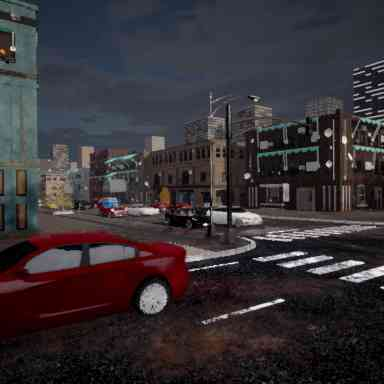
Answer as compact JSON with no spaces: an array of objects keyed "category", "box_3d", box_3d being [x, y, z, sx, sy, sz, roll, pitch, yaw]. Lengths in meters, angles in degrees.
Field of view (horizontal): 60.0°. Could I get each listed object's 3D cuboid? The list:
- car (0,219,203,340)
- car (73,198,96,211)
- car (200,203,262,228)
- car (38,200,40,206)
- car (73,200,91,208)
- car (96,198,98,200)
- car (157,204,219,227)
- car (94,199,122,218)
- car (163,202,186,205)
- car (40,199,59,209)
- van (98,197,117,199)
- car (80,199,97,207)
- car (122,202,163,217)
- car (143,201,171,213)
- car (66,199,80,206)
[{"category":"car","box_3d":[-2.391,1.477,5.878,5.008,1.535,1.882,0,0,-35]},{"category":"car","box_3d":[-17.299,2.068,52.330,1.882,1.535,5.008,-1,-1,-35]},{"category":"car","box_3d":[2.899,1.726,23.967,1.812,1.442,4.674,-1,0,-36]},{"category":"car","box_3d":[-30.900,2.375,66.721,2.008,1.369,4.403,-1,0,-36]},{"category":"car","box_3d":[-20.586,2.229,62.268,1.994,1.385,4.181,-1,0,-36]},{"category":"car","box_3d":[-17.650,1.939,62.593,2.192,1.841,5.009,-1,0,-36]},{"category":"car","box_3d":[-0.384,1.814,23.849,1.947,1.339,4.313,-2,0,-36]},{"category":"car","box_3d":[-8.361,1.846,35.206,1.967,1.590,4.097,-1,0,-36]},{"category":"car","box_3d":[-1.543,1.903,40.084,1.802,1.307,4.206,-2,0,-36]},{"category":"car","box_3d":[-24.361,2.232,57.578,1.752,1.417,4.829,-1,0,-36]},{"category":"van","box_3d":[-14.429,1.906,58.091,1.690,1.788,3.998,-1,0,-36]},{"category":"car","box_3d":[-20.864,2.227,67.095,1.887,1.381,4.507,-1,0,-36]},{"category":"car","box_3d":[-5.364,1.963,35.491,1.895,1.301,4.718,-1,0,-36]},{"category":"car","box_3d":[-4.762,1.966,44.585,1.802,1.307,4.206,-2,0,-36]},{"category":"car","box_3d":[-27.305,2.363,76.100,1.947,1.339,4.313,-1,0,-36]}]
